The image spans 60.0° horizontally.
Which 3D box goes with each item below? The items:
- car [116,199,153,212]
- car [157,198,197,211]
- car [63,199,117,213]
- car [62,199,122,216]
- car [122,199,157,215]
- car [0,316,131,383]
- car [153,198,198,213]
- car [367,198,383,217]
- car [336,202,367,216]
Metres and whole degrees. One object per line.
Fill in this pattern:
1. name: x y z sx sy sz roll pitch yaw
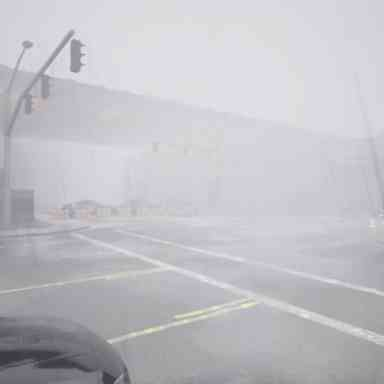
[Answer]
1. car: -5.851 1.343 34.348 1.853 1.218 4.536 0 0 18
2. car: -2.008 1.360 38.052 4.536 1.218 1.853 0 0 -7
3. car: -9.663 1.328 31.621 4.536 1.218 1.853 0 0 8
4. car: -9.612 1.485 31.614 4.974 1.542 2.038 0 0 8
5. car: -5.867 1.500 34.298 2.038 1.542 4.974 0 0 18
6. car: -2.716 1.487 1.810 4.902 1.511 2.128 0 0 -35
7. car: -1.957 1.517 38.058 4.974 1.542 2.038 0 0 -7
8. car: 19.292 1.331 31.533 5.566 2.045 2.150 0 0 -37
9. car: 16.767 1.708 34.007 4.718 1.301 1.895 0 0 -37
